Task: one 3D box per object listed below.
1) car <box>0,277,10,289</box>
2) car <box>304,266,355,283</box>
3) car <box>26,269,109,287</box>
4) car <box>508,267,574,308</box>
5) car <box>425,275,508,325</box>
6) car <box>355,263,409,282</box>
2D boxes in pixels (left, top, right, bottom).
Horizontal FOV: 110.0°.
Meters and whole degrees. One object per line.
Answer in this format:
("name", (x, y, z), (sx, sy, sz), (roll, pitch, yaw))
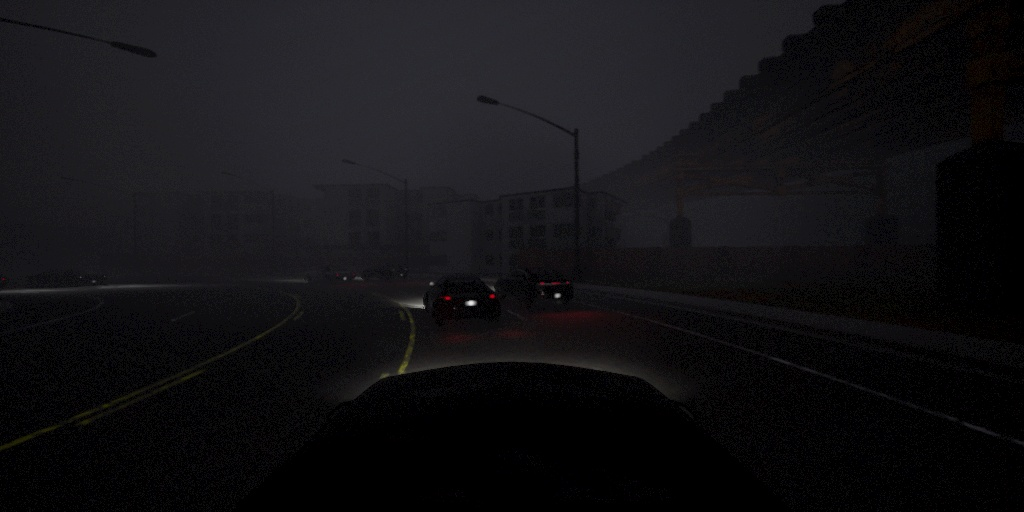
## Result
("car", (-36.700, 1.654, 23.947), (4.718, 1.301, 1.895), (-1, 0, 6))
("car", (-14.647, 1.456, 28.740), (4.718, 1.301, 1.895), (0, 0, 34))
("car", (-33.550, 1.623, 27.146), (4.718, 1.301, 1.895), (-1, 0, 6))
("car", (0.758, 1.223, 15.198), (2.128, 1.511, 4.902), (0, 0, -21))
("car", (-1.796, 1.321, 12.146), (1.994, 1.385, 4.181), (0, 0, -18))
("car", (-10.688, 1.311, 30.067), (4.902, 1.511, 2.128), (0, 0, 38))
